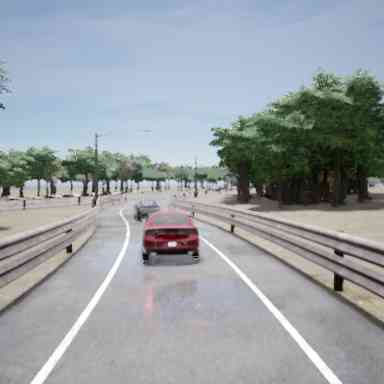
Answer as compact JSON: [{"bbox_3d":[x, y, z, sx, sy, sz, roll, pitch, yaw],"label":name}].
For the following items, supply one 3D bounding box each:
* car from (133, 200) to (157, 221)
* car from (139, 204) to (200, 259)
[{"bbox_3d":[-3.668,1.422,27.032,2.128,1.511,4.902,-1,0,-14],"label":"car"},{"bbox_3d":[-0.884,1.451,12.617,1.882,1.535,5.008,0,0,-7],"label":"car"}]
